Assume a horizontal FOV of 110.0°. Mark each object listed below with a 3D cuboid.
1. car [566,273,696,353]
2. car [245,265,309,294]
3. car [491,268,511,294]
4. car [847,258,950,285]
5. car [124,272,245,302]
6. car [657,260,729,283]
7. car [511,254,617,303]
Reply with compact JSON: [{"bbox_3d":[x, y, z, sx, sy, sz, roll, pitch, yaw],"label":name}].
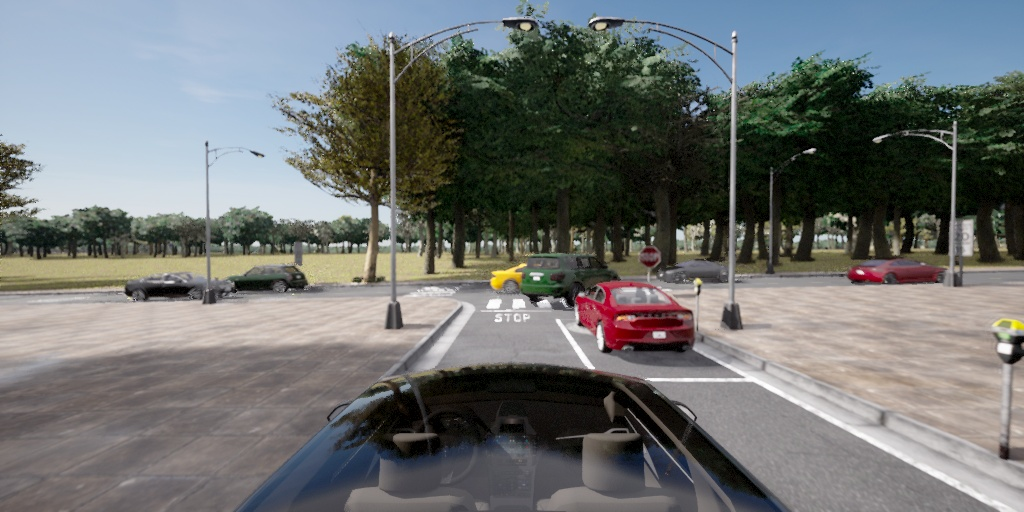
[{"bbox_3d":[2.658,1.276,8.656,1.888,1.381,4.507,0,0,0],"label":"car"},{"bbox_3d":[-15.249,1.357,22.095,4.553,1.767,2.097,-1,1,0],"label":"car"},{"bbox_3d":[1.367,1.139,19.099,5.008,1.535,1.882,-1,1,0],"label":"car"},{"bbox_3d":[20.460,0.789,19.013,4.181,1.385,1.994,-1,1,0],"label":"car"},{"bbox_3d":[-17.664,1.611,19.156,4.902,1.511,2.128,-1,1,0],"label":"car"},{"bbox_3d":[11.163,0.944,22.018,4.181,1.385,1.994,-1,1,0],"label":"car"},{"bbox_3d":[2.705,0.918,15.589,2.150,2.045,5.566,0,0,41],"label":"car"}]
